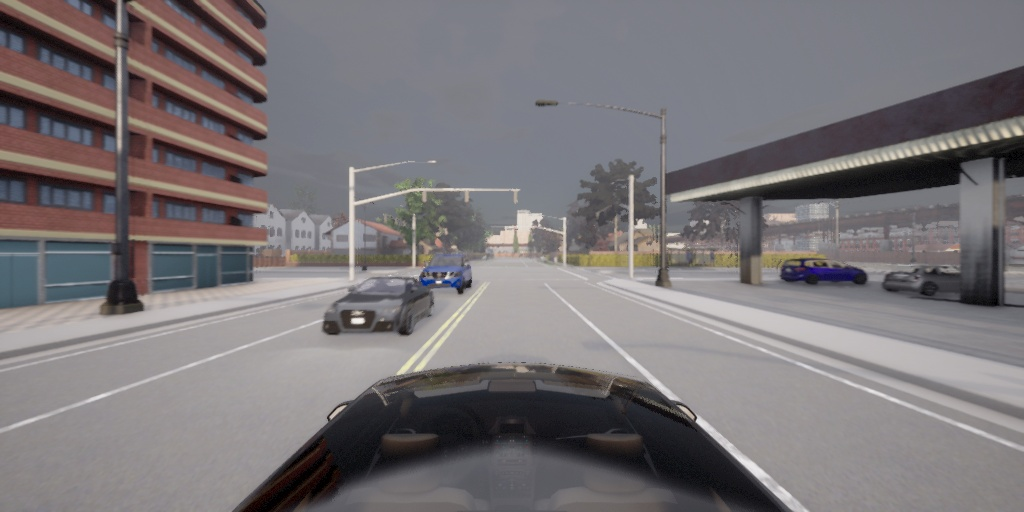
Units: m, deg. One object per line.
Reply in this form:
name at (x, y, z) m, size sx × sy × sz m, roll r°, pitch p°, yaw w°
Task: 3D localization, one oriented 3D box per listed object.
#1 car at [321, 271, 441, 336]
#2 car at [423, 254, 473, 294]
car at (-3.511, 1.283, 10.158) m, size 1.994 × 1.385 × 4.181 m, roll 0°, pitch 0°, yaw 0°
car at (-3.517, 0.904, 20.119) m, size 2.150 × 2.045 × 5.566 m, roll 0°, pitch 0°, yaw 0°
